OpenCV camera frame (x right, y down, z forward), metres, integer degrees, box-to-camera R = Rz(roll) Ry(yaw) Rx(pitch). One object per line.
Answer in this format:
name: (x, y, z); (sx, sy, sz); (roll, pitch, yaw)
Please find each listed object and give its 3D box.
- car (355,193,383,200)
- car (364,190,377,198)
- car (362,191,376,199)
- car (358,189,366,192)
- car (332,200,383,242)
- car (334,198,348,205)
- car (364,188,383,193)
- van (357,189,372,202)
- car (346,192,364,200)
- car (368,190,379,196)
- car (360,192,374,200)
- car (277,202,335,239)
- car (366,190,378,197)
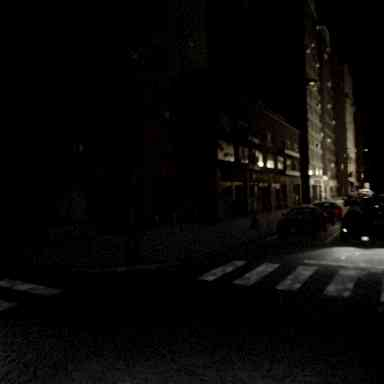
car: (12.916, 1.069, 23.324); (1.882, 1.535, 5.008); (-2, 0, 32)
car: (34.984, 0.427, 65.044); (1.947, 1.339, 4.313); (-2, 0, 31)
car: (32.043, 0.511, 60.193); (2.008, 1.369, 4.403); (-2, 0, 31)
car: (23.219, 0.698, 45.642); (1.967, 1.590, 4.097); (-2, 0, 31)
car: (7.709, 1.318, 14.832); (2.033, 1.411, 5.357); (-2, 0, 28)
car: (8.521, 1.301, 21.391); (1.887, 1.381, 4.507); (-2, 0, 31)
car: (18.148, 0.765, 31.879); (2.097, 1.767, 4.553); (-2, 0, 32)
van: (26.156, 0.500, 50.492); (1.690, 1.788, 3.998); (-2, 0, 31)
car: (17.343, 1.038, 35.942); (1.802, 1.307, 4.206); (-2, 0, 31)
car: (40.864, 0.207, 74.745); (1.887, 1.381, 4.507); (-2, 0, 31)
car: (29.104, 0.642, 55.343); (1.802, 1.307, 4.206); (-2, 0, 31)
car: (5.580, 1.402, 16.540); (1.887, 1.381, 4.507); (-2, 0, 31)
car: (37.925, 0.328, 69.895); (1.947, 1.339, 4.313); (-2, 0, 31)
